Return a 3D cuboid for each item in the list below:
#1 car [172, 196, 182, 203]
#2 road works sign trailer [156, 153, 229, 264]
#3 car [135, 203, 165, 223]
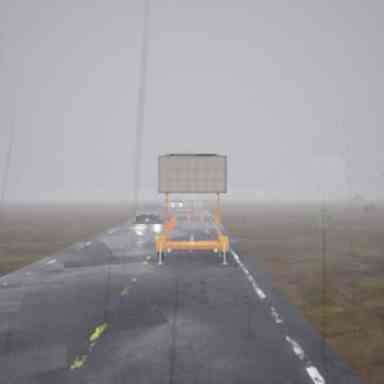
[{"bbox_3d":[-2.906,1.511,66.831,1.895,1.301,4.718,0,0,0],"label":"car"},{"bbox_3d":[0.018,0.448,11.710,2.380,3.560,2.880,0,0,0],"label":"road works sign trailer"},{"bbox_3d":[-3.061,1.513,25.415,2.033,1.411,5.357,0,0,0],"label":"car"}]
